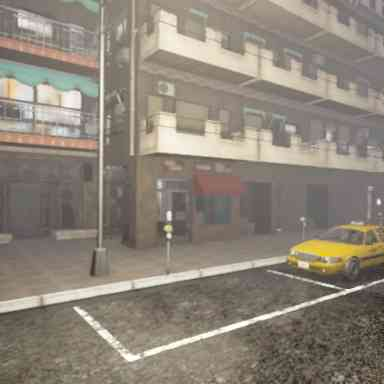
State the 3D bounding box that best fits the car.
[{"bbox_3d":[4.860,1.584,10.027,4.829,1.417,1.752,0,0,-36],"label":"car"}]
